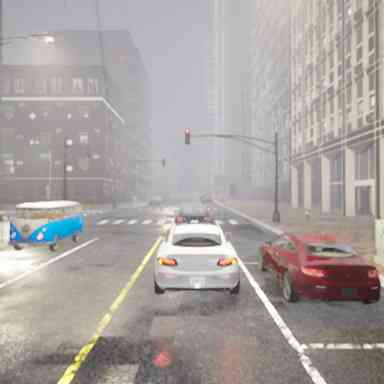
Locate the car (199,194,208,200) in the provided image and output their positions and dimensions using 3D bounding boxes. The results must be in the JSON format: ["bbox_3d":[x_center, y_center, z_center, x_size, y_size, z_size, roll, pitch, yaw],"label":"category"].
[{"bbox_3d":[2.718,1.284,79.666,1.802,1.307,4.206,1,0,0],"label":"car"}]

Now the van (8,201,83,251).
[{"bbox_3d":[-5.758,1.292,13.476,1.690,1.788,3.998,1,0,0],"label":"van"}]

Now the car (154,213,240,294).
[{"bbox_3d":[0.108,1.494,8.554,1.812,1.442,4.674,0,0,0],"label":"car"}]

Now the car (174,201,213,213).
[{"bbox_3d":[0.081,1.439,17.666,2.163,1.488,4.792,0,0,-1],"label":"car"}]

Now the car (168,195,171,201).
[{"bbox_3d":[-5.665,1.332,62.702,1.947,1.339,4.313,1,0,0],"label":"car"}]

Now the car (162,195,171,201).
[{"bbox_3d":[-5.663,1.306,74.011,1.802,1.307,4.206,1,0,0],"label":"car"}]

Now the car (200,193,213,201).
[{"bbox_3d":[2.713,1.370,57.048,1.802,1.307,4.206,1,0,0],"label":"car"}]

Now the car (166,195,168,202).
[{"bbox_3d":[-5.666,1.339,57.047,2.008,1.369,4.403,1,0,0],"label":"car"}]

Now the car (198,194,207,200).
[{"bbox_3d":[2.719,1.232,85.321,2.008,1.369,4.403,1,0,0],"label":"car"}]

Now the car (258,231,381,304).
[{"bbox_3d":[2.703,1.553,7.791,1.802,1.307,4.206,1,0,0],"label":"car"}]

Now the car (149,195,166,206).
[{"bbox_3d":[-5.667,1.360,51.393,2.008,1.369,4.403,1,0,0],"label":"car"}]
